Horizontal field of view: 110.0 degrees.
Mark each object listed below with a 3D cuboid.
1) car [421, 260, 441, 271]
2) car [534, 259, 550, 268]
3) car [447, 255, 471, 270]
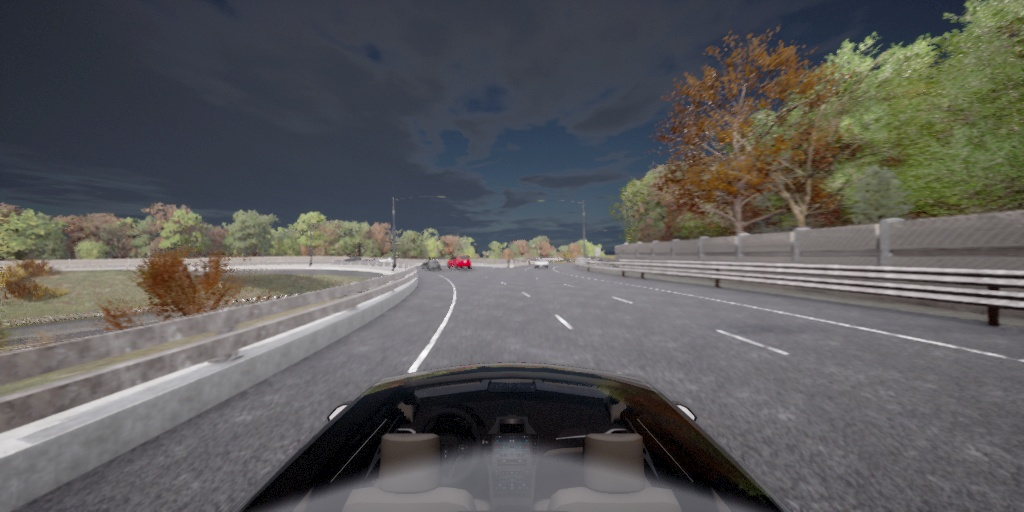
[{"bbox_3d":[-11.456,1.251,50.572,2.128,1.511,4.902,-1,0,-27],"label":"car"},{"bbox_3d":[4.363,1.032,50.998,1.895,1.301,4.718,-1,0,10],"label":"car"},{"bbox_3d":[-7.505,0.899,50.686,2.150,2.045,5.566,-1,0,-27],"label":"car"}]
